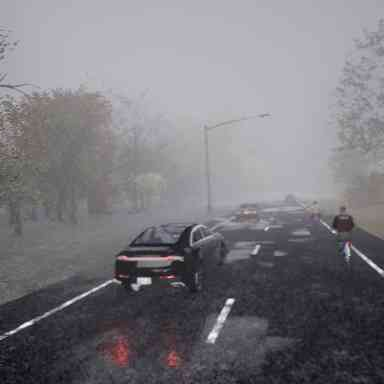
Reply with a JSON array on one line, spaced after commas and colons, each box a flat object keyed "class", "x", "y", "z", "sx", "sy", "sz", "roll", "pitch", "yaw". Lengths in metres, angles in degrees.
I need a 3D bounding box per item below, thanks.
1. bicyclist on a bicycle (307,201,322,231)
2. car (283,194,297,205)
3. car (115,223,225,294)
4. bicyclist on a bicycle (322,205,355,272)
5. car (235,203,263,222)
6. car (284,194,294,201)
[{"class": "bicyclist on a bicycle", "x": 6.766, "y": 1.270, "z": 18.191, "sx": 0.866, "sy": 1.612, "sz": 1.509, "roll": -3, "pitch": -1, "yaw": 15}, {"class": "car", "x": 15.982, "y": 1.188, "z": 54.175, "sx": 1.882, "sy": 1.535, "sz": 5.008, "roll": -3, "pitch": 0, "yaw": 16}, {"class": "car", "x": -0.329, "y": 1.591, "z": 9.142, "sx": 2.128, "sy": 1.511, "sz": 4.902, "roll": -3, "pitch": -1, "yaw": 16}, {"class": "bicyclist on a bicycle", "x": 4.276, "y": 1.246, "z": 9.431, "sx": 0.659, "sy": 1.776, "sz": 1.843, "roll": -3, "pitch": 0, "yaw": 16}, {"class": "car", "x": 4.664, "y": 1.563, "z": 26.872, "sx": 2.033, "sy": 1.411, "sz": 5.357, "roll": -3, "pitch": -1, "yaw": 16}, {"class": "car", "x": 20.532, "y": 1.140, "z": 70.698, "sx": 1.837, "sy": 1.490, "sz": 4.892, "roll": -3, "pitch": -1, "yaw": 16}]
